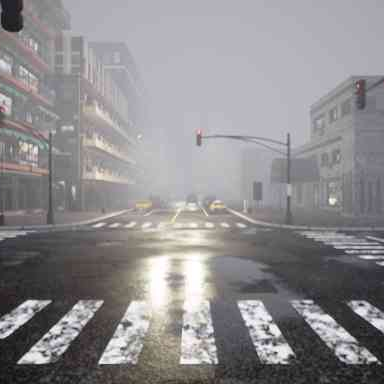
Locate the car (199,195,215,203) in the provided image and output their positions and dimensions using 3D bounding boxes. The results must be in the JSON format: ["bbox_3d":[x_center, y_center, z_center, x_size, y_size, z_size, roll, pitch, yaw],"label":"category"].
[{"bbox_3d":[2.683,1.337,50.541,2.192,1.841,5.009,0,0,0],"label":"car"}]

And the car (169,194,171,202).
[{"bbox_3d":[-5.701,1.568,66.986,1.752,1.417,4.829,0,0,0],"label":"car"}]

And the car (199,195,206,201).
[{"bbox_3d":[2.674,1.606,89.485,1.752,1.417,4.829,0,0,0],"label":"car"}]

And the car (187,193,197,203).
[{"bbox_3d":[-0.014,1.162,70.762,2.150,2.045,5.566,0,0,0],"label":"car"}]

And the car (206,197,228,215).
[{"bbox_3d":[2.686,1.534,34.093,1.752,1.417,4.829,0,0,0],"label":"car"}]

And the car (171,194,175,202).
[{"bbox_3d":[-5.704,1.605,78.235,1.887,1.381,4.507,0,0,0],"label":"car"}]

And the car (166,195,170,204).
[{"bbox_3d":[-5.701,1.586,61.616,2.008,1.369,4.403,0,0,0],"label":"car"}]

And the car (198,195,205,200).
[{"bbox_3d":[2.673,1.643,94.854,2.008,1.369,4.403,0,0,0],"label":"car"}]

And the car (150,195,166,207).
[{"bbox_3d":[-5.697,1.337,50.538,2.192,1.841,5.009,0,0,0],"label":"car"}]

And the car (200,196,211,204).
[{"bbox_3d":[2.679,1.593,67.158,2.008,1.369,4.403,0,0,0],"label":"car"}]

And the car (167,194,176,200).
[{"bbox_3d":[-5.707,1.407,94.853,2.192,1.841,5.009,0,0,0],"label":"car"}]

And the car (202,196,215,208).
[{"bbox_3d":[2.683,1.599,45.001,1.802,1.307,4.206,0,0,0],"label":"car"}]

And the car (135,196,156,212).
[{"bbox_3d":[-5.696,1.538,39.289,1.752,1.417,4.829,0,0,0],"label":"car"}]

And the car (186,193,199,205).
[{"bbox_3d":[-0.012,1.386,60.698,2.097,1.767,4.553,0,0,0],"label":"car"}]
